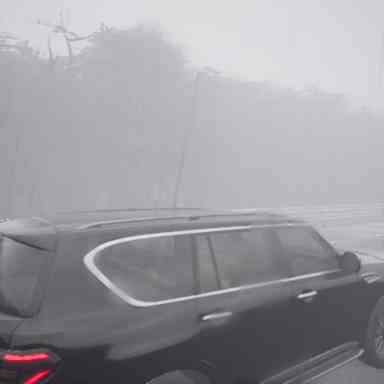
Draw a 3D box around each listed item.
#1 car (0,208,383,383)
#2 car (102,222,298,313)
[{"bbox_3d":[0.446,1.221,4.063,5.566,2.045,2.150,0,0,-35],"label":"car"},{"bbox_3d":[0.383,1.600,8.325,4.718,1.301,1.895,0,0,-36],"label":"car"}]
